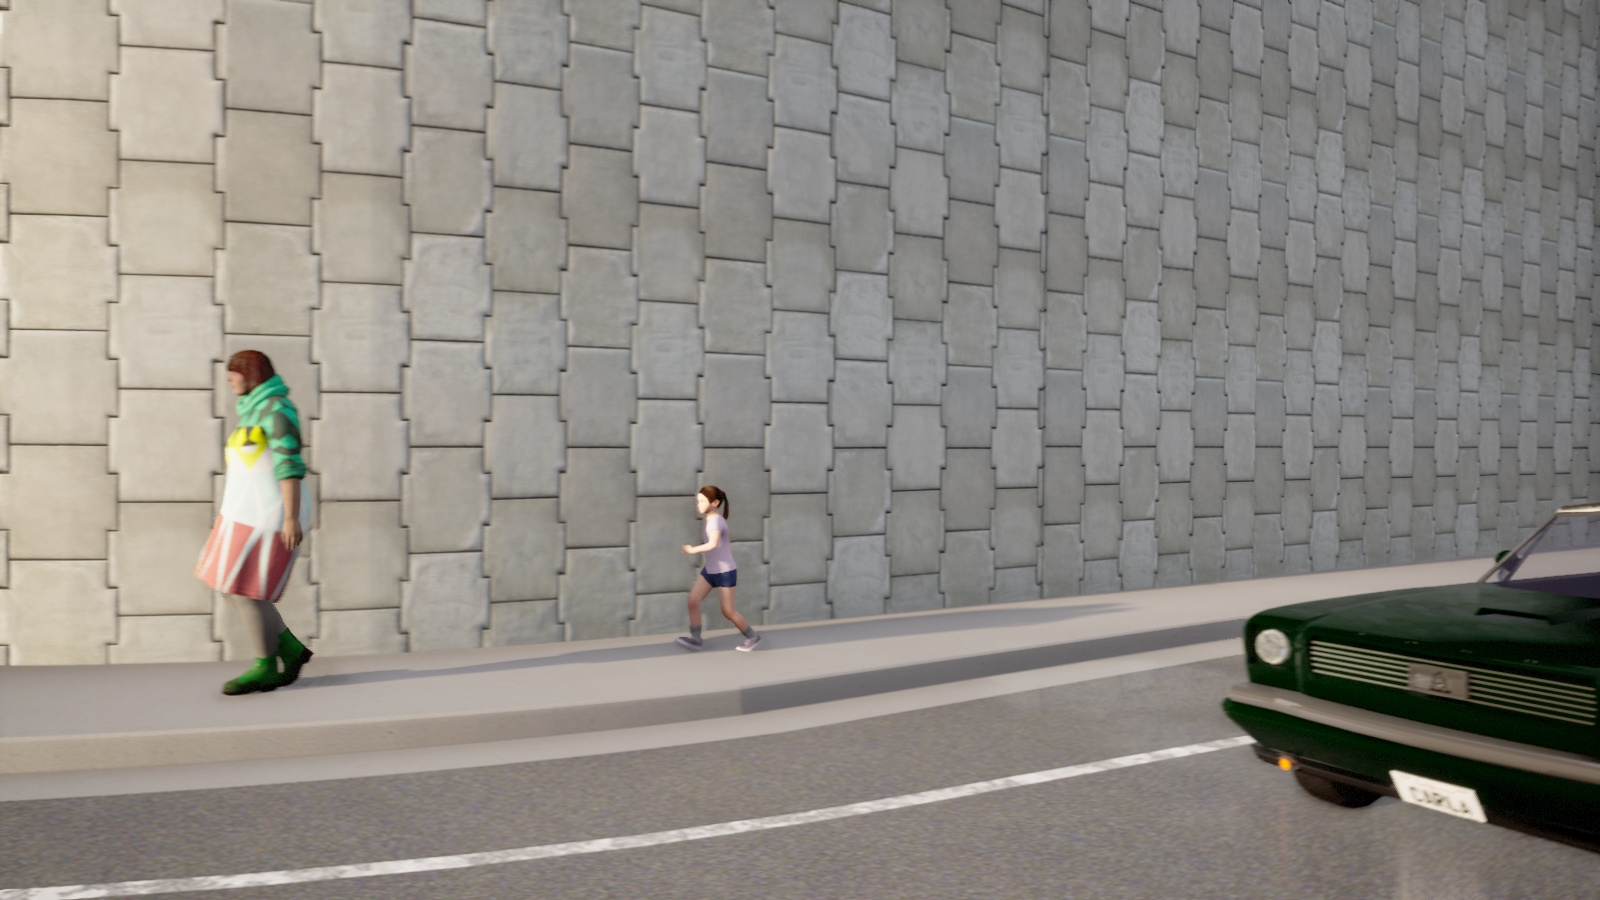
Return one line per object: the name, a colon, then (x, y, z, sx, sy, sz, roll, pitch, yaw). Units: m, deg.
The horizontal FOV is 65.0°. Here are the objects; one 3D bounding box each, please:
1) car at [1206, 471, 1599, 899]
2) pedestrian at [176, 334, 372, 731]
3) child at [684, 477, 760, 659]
car: (4.137, 0.779, 5.482, 4.718, 1.301, 1.895, -1, 1, -32)
pedestrian: (-2.792, 0.396, 6.658, 0.873, 1.952, 0.659, -1, 1, -28)
child: (-0.494, 0.732, 7.976, 0.394, 1.110, 0.255, -1, 1, -30)
